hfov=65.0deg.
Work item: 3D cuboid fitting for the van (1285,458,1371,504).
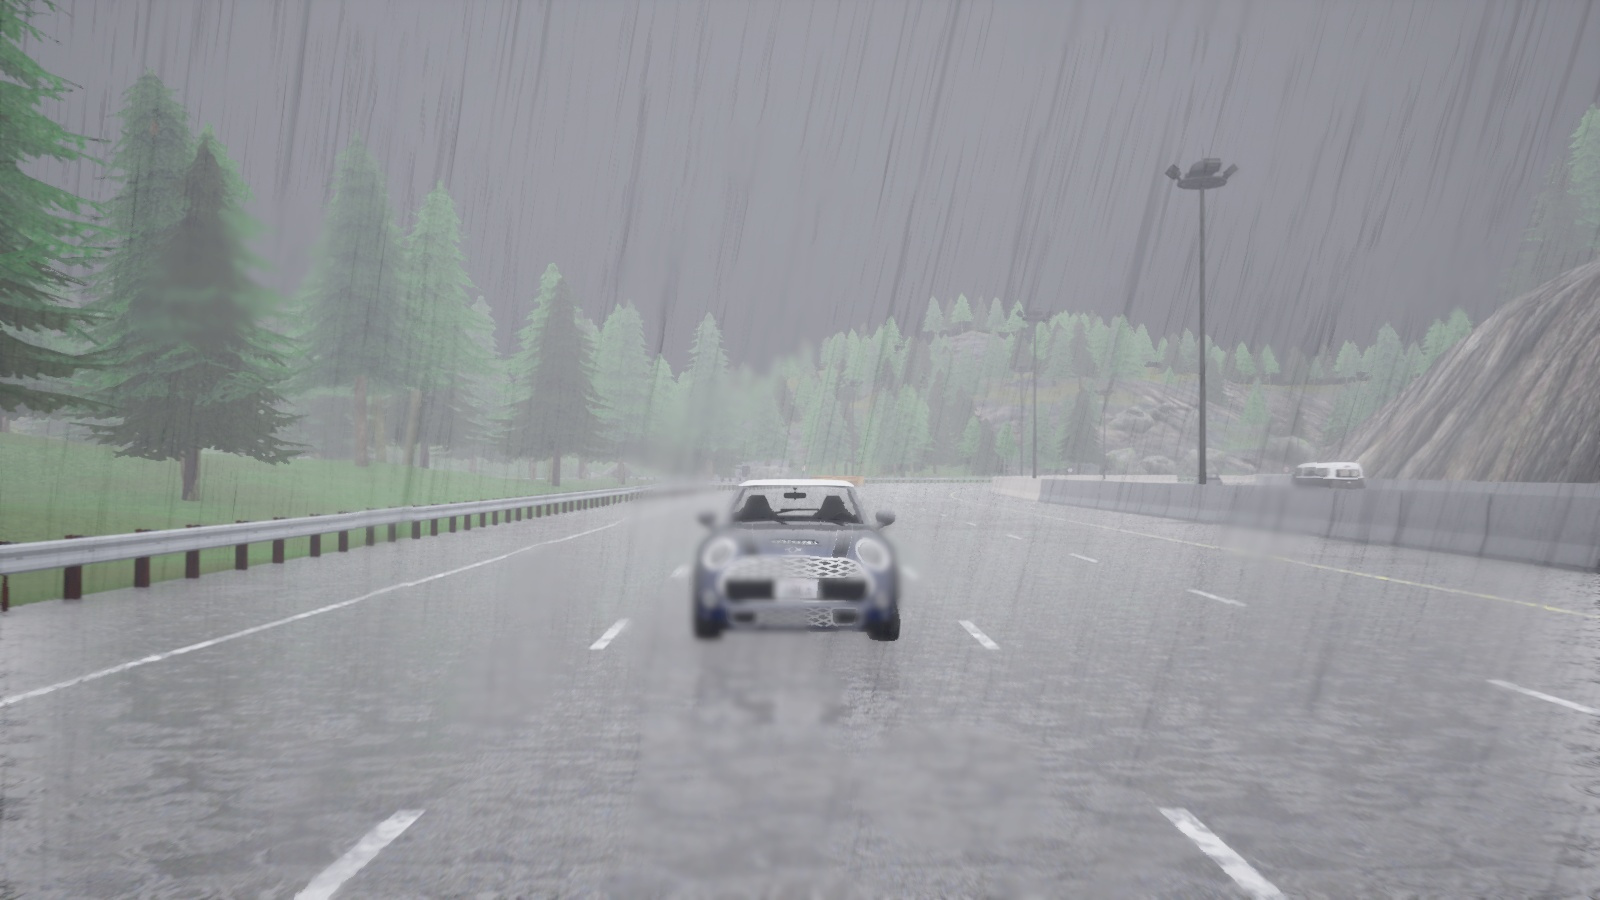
[{"bbox_3d":[24.362,1.413,58.104,2.069,2.038,4.480,0,-1,0],"label":"van"}]

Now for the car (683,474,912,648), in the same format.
[{"bbox_3d":[-0.027,0.993,12.700,1.970,1.475,3.806,0,-1,0],"label":"car"}]
